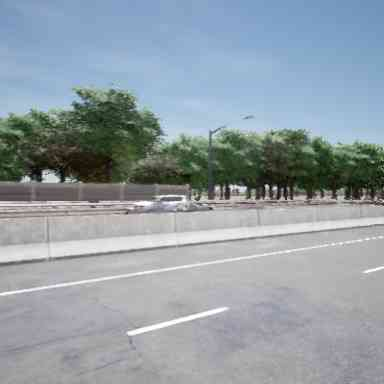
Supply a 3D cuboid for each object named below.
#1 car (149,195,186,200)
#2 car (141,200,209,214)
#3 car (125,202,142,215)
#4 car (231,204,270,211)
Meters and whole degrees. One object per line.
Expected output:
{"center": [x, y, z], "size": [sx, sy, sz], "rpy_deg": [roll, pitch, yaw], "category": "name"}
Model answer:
{"center": [-2.914, 1.322, 31.995], "size": [5.566, 2.045, 2.150], "rpy_deg": [0, 0, -35], "category": "car"}
{"center": [-0.891, 1.577, 24.842], "size": [4.902, 1.511, 2.128], "rpy_deg": [0, 0, -35], "category": "car"}
{"center": [-2.905, 1.633, 27.707], "size": [5.357, 1.411, 2.033], "rpy_deg": [0, 0, -35], "category": "car"}
{"center": [3.977, 1.633, 24.013], "size": [4.674, 1.442, 1.812], "rpy_deg": [0, 0, -35], "category": "car"}
